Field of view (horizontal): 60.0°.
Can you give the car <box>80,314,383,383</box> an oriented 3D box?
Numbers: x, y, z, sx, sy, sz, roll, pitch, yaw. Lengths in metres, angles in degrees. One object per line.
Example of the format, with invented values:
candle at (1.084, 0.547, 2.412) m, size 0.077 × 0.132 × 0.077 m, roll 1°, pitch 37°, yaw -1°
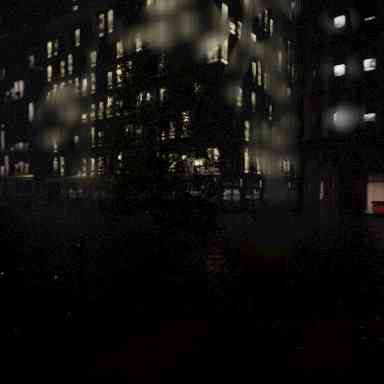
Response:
car at (1.120, 1.545, 2.070) m, size 4.507 × 1.381 × 1.887 m, roll 0°, pitch 0°, yaw 36°
